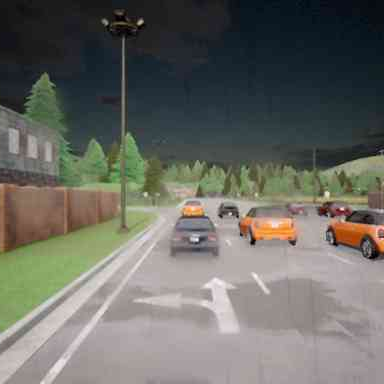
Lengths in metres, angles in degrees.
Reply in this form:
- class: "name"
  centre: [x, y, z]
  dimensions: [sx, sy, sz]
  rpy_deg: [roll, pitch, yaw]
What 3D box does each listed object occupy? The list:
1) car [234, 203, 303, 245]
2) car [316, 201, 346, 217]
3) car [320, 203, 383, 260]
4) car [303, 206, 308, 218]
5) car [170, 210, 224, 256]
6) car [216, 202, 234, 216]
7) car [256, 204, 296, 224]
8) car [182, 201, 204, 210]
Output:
- class: "car"
  centre: [3.594, 1.506, 16.547]
  dimensions: [2.097, 1.767, 4.553]
  rpy_deg: [0, -1, 0]
- class: "car"
  centre: [14.094, 1.663, 33.316]
  dimensions: [2.097, 1.767, 4.553]
  rpy_deg: [0, -1, 0]
- class: "car"
  centre: [7.089, 1.474, 13.134]
  dimensions: [2.097, 1.767, 4.553]
  rpy_deg: [0, -1, 0]
- class: "car"
  centre: [10.595, 1.849, 34.620]
  dimensions: [1.812, 1.442, 4.674]
  rpy_deg: [0, -1, 0]
- class: "car"
  centre: [0.094, 1.676, 13.703]
  dimensions: [2.033, 1.411, 5.357]
  rpy_deg: [0, -1, 0]
- class: "car"
  centre: [3.594, 1.819, 33.697]
  dimensions: [1.837, 1.490, 4.892]
  rpy_deg: [0, -1, 0]
- class: "car"
  centre: [7.090, 1.815, 28.664]
  dimensions: [2.033, 1.411, 5.357]
  rpy_deg: [0, -1, 0]
- class: "car"
  centre: [0.093, 1.663, 33.313]
  dimensions: [2.097, 1.767, 4.553]
  rpy_deg: [0, -1, 0]
